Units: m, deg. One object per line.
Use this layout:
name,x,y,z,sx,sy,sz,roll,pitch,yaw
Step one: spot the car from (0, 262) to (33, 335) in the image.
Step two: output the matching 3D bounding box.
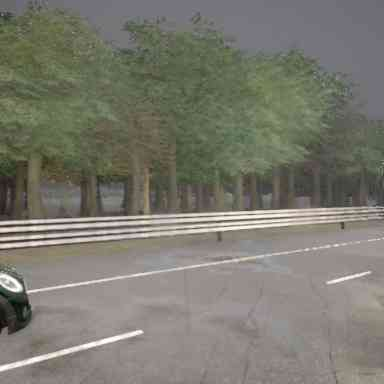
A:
car,-4.753,1.378,4.599,4.553,1.767,2.097,0,0,-36
